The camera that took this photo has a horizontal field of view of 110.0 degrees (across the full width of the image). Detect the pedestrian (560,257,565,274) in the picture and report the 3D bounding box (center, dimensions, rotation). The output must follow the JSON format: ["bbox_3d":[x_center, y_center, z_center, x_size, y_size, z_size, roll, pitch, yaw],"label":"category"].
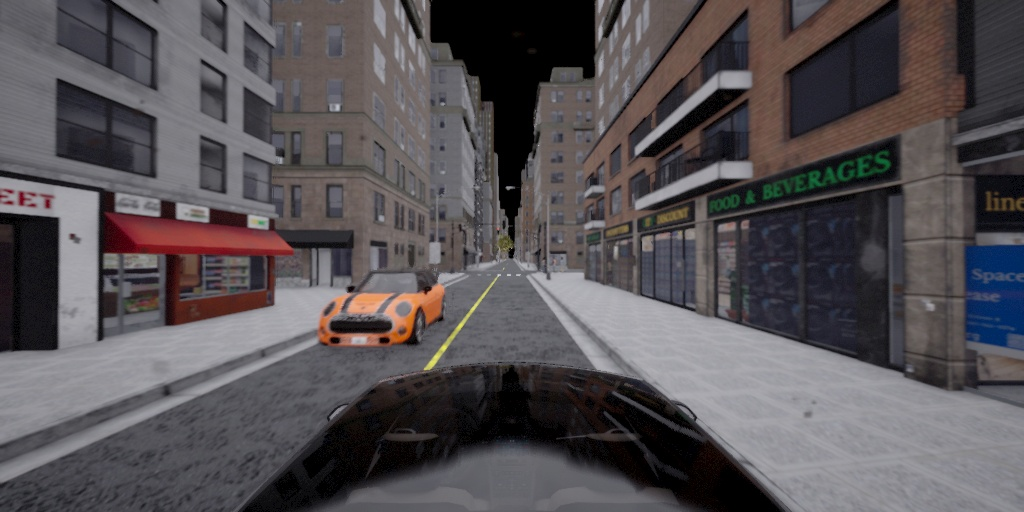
[{"bbox_3d":[5.634,1.049,40.039,0.375,1.860,0.375,0,0,0],"label":"pedestrian"}]

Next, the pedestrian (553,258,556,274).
[{"bbox_3d":[4.634,1.055,39.439,0.375,1.860,0.375,0,0,0],"label":"pedestrian"}]

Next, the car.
[{"bbox_3d":[-3.100,1.135,9.523,2.097,1.767,4.553,0,0,0],"label":"car"}]

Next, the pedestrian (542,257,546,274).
[{"bbox_3d":[3.634,1.063,40.639,0.375,1.860,0.375,0,0,0],"label":"pedestrian"}]
